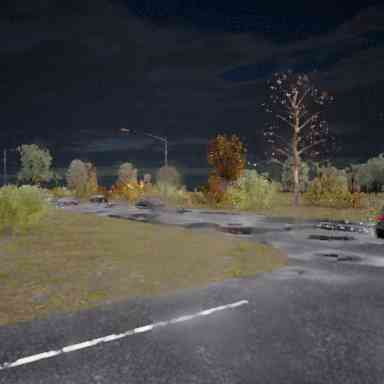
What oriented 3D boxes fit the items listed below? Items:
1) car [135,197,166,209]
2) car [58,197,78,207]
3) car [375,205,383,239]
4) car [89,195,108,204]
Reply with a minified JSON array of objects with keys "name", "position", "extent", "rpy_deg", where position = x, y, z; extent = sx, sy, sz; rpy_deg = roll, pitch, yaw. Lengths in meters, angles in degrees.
[{"name":"car","position":[-5.453,1.402,43.320],"extent":[2.033,1.411,5.357],"rpy_deg":[0,0,-37]},{"name":"car","position":[-17.979,1.365,48.212],"extent":[1.994,1.385,4.181],"rpy_deg":[0,0,-37]},{"name":"car","position":[9.675,1.242,11.914],"extent":[2.150,2.045,5.566],"rpy_deg":[0,0,-37]},{"name":"car","position":[-16.271,1.240,57.495],"extent":[1.882,1.535,5.008],"rpy_deg":[0,0,-37]}]
